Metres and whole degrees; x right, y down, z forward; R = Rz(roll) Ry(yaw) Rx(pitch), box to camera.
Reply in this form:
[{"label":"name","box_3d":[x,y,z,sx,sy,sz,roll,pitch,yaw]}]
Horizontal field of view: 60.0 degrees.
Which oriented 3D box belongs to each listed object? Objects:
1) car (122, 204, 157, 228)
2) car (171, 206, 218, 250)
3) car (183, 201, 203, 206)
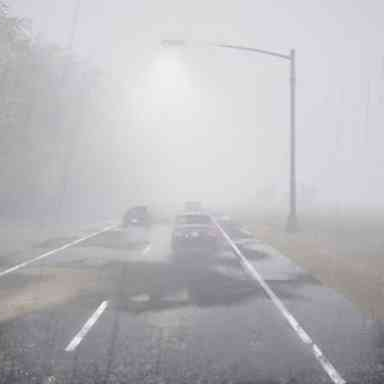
[{"label":"car","box_3d":[-3.398,1.541,22.105,1.812,1.442,4.674,0,0,0]},{"label":"car","box_3d":[0.099,1.558,14.332,2.033,1.411,5.357,0,0,0]},{"label":"car","box_3d":[0.103,1.568,32.084,2.033,1.411,5.357,0,0,0]}]
